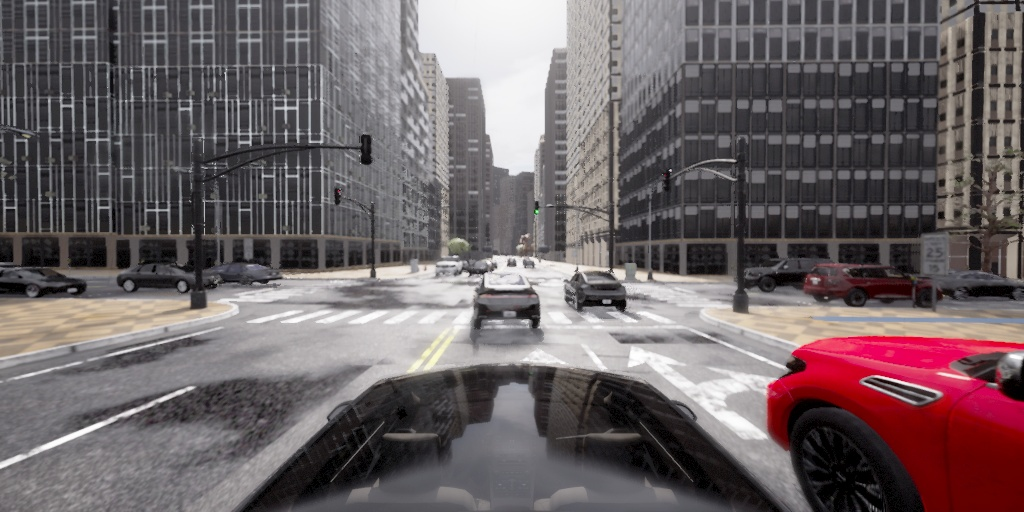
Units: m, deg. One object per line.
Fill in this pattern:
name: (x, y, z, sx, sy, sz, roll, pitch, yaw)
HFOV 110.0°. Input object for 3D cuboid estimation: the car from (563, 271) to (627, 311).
car: (3.344, 1.378, 15.047, 1.837, 1.490, 4.892, 0, 0, 0)

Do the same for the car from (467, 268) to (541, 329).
car: (-0.318, 1.283, 11.360, 2.128, 1.511, 4.902, 1, -1, -6)

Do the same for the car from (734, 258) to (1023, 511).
car: (3.361, 0.965, 0.775, 2.150, 2.045, 5.566, 0, -1, -1)

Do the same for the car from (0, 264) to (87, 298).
car: (-22.737, 1.214, 16.812, 4.313, 1.339, 1.948, 0, 0, 1)

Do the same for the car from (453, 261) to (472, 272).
car: (-6.581, 1.375, 47.975, 1.994, 1.385, 4.181, 0, 0, 0)

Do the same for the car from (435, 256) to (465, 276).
car: (-6.601, 1.022, 37.935, 2.150, 2.045, 5.566, 0, 0, 0)

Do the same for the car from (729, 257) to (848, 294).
car: (16.837, 1.140, 22.050, 5.566, 2.045, 2.150, 1, 1, 1)

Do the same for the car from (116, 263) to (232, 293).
car: (-18.413, 1.154, 19.417, 4.892, 1.490, 1.837, 1, 1, 2)

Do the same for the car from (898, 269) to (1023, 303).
car: (23.865, 1.516, 18.769, 4.902, 1.511, 2.128, 1, 1, 1)

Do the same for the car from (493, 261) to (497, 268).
car: (-3.346, 1.374, 47.070, 1.994, 1.385, 4.181, 0, 0, 0)

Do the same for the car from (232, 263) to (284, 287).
car: (-17.548, 1.158, 22.713, 5.357, 1.411, 2.033, 1, 1, 0)

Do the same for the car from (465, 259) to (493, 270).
car: (-3.351, 1.278, 37.484, 1.882, 1.535, 5.008, 0, 0, 0)
